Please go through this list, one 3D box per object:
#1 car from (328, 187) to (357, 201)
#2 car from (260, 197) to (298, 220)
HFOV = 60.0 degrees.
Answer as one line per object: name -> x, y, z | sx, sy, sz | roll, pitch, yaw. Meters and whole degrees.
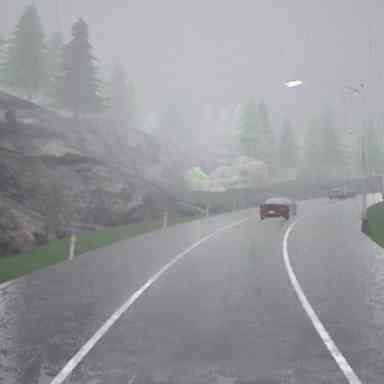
car -> 17.521, 0.155, 38.642 | 4.902, 1.511, 2.128 | -5, 1, -44
car -> 6.246, 1.064, 23.707 | 1.882, 1.535, 5.008 | -2, 1, 26
